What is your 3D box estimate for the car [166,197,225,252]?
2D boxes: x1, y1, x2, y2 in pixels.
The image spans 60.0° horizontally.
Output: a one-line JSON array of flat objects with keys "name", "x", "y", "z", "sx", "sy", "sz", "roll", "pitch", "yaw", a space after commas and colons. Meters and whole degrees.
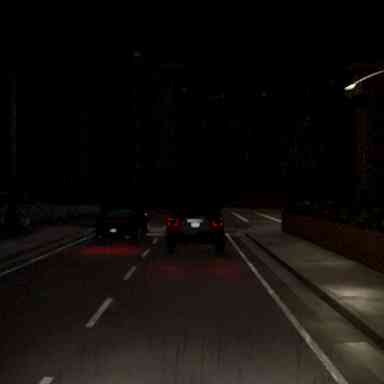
[{"name": "car", "x": 0.146, "y": 1.231, "z": 14.151, "sx": 2.150, "sy": 2.045, "sz": 5.566, "roll": 0, "pitch": 0, "yaw": 1}]

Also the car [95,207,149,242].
[{"name": "car", "x": -3.341, "y": 1.496, "z": 16.662, "sx": 1.882, "sy": 1.535, "sz": 5.008, "roll": 0, "pitch": 0, "yaw": 0}]
